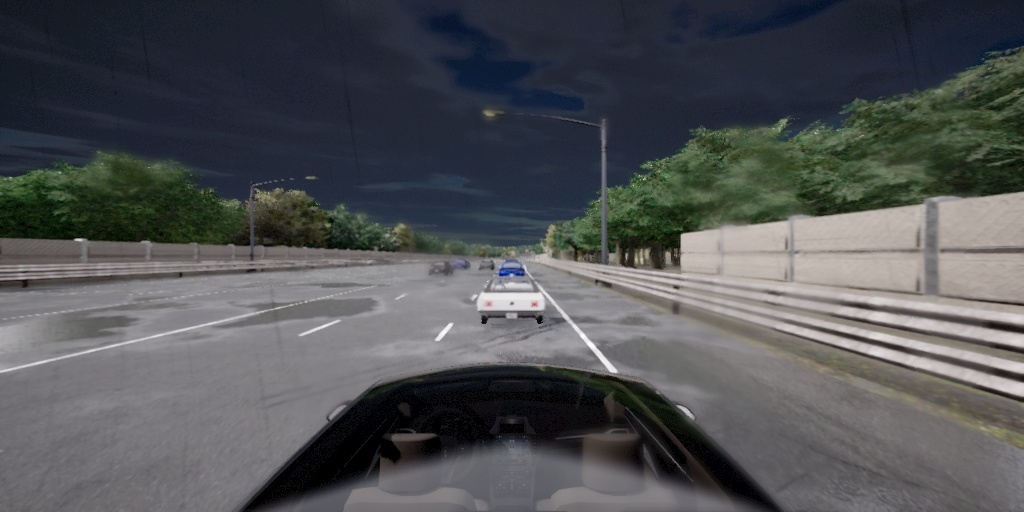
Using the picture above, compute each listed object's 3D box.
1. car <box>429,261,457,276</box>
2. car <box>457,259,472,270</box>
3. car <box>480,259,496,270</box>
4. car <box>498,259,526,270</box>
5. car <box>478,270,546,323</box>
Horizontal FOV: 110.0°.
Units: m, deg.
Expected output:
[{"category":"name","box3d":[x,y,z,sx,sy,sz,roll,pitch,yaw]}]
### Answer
[{"category":"car","box3d":[-6.995,1.197,35.691,1.812,1.442,4.674,0,0,0]},{"category":"car","box3d":[-6.786,1.186,49.272,1.812,1.442,4.674,0,0,2]},{"category":"car","box3d":[-3.286,1.132,49.217,2.128,1.511,4.902,0,0,2]},{"category":"car","box3d":[-0.004,1.134,26.808,1.882,1.535,5.008,0,0,0]},{"category":"car","box3d":[-0.001,1.312,11.868,1.895,1.301,4.718,0,0,0]}]
